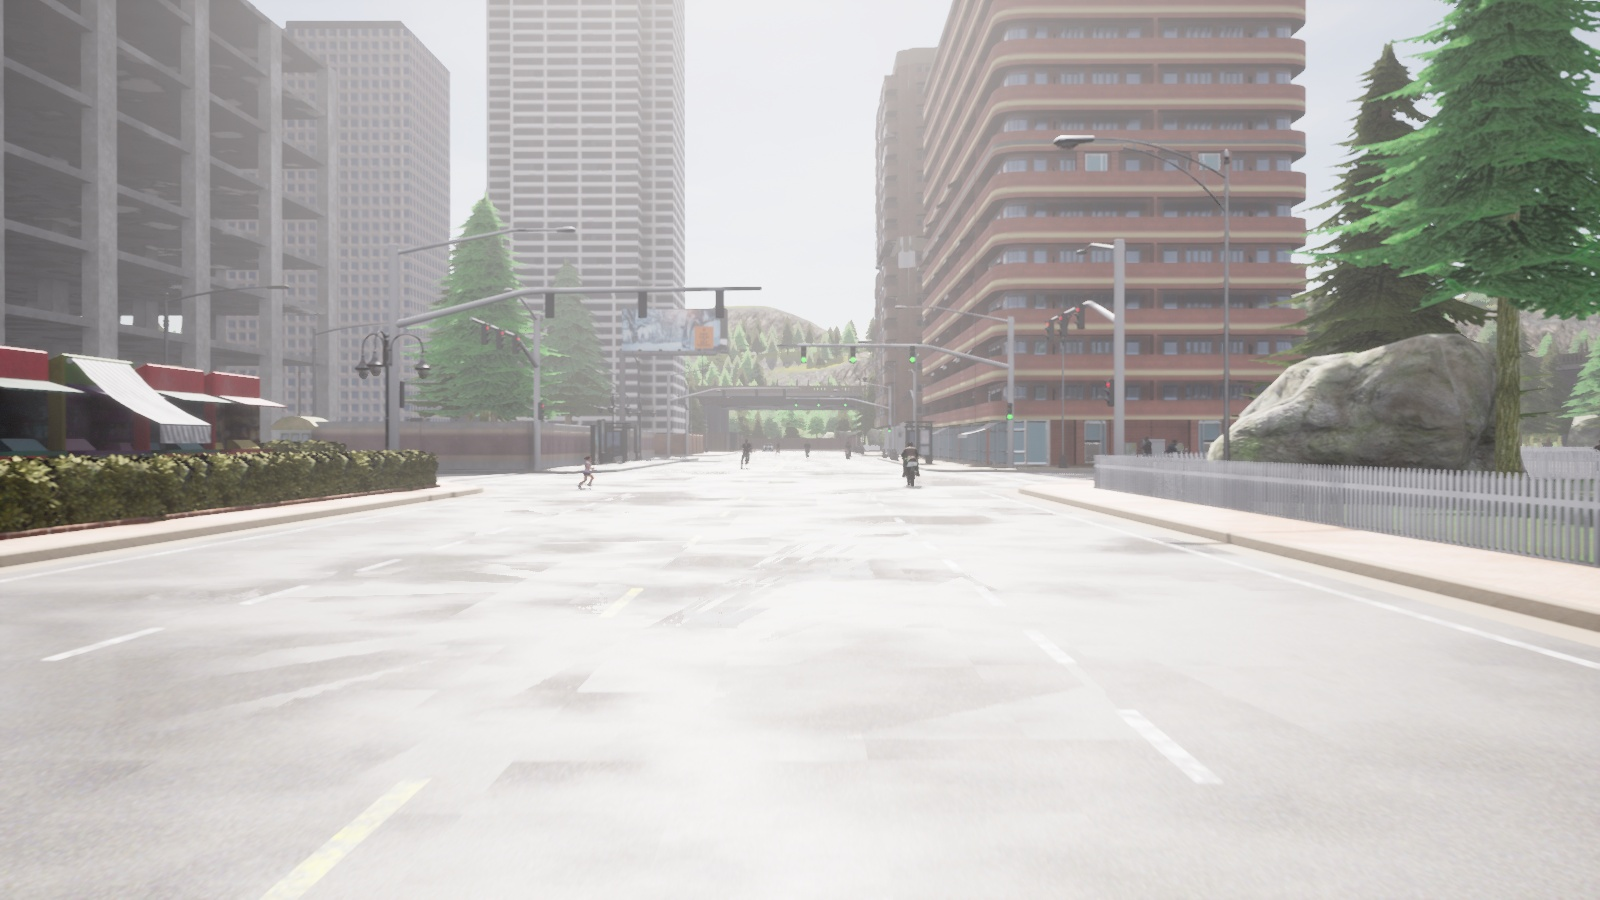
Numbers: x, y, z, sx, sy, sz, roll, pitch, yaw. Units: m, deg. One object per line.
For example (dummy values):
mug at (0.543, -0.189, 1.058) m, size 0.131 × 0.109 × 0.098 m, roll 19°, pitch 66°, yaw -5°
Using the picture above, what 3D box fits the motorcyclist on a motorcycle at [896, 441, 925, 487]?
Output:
motorcyclist on a motorcycle at (3.763, 0.474, 42.821) m, size 0.797 × 1.523 × 2.044 m, roll 0°, pitch 0°, yaw 0°

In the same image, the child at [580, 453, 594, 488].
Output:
child at (-6.844, 0.662, 40.353) m, size 0.394 × 1.110 × 0.255 m, roll 0°, pitch 0°, yaw 7°
